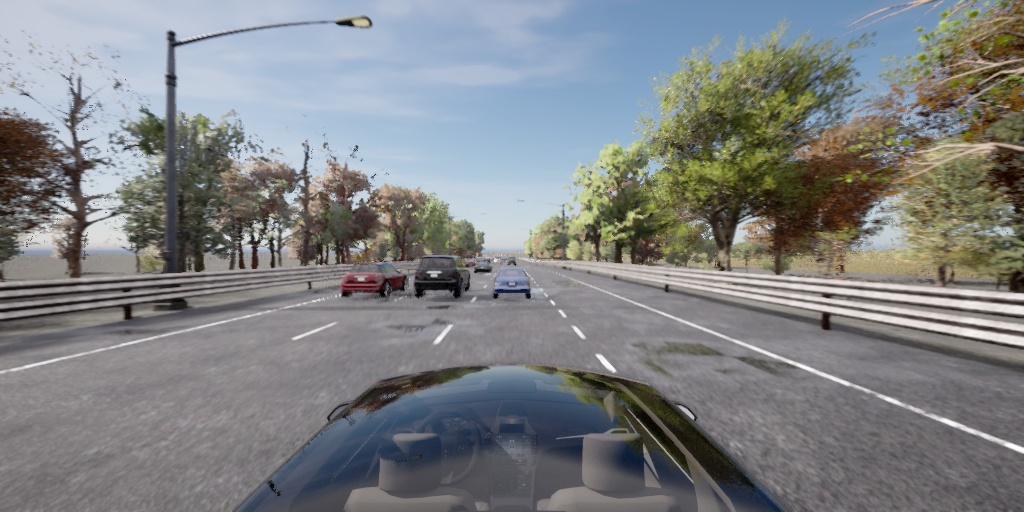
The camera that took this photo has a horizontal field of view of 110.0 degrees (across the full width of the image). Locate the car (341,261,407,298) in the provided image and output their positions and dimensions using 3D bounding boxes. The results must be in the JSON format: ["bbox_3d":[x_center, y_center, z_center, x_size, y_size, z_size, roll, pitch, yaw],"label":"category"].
[{"bbox_3d":[-7.006,1.107,18.807,2.097,1.767,4.553,0,0,0],"label":"car"}]

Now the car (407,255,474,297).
[{"bbox_3d":[-3.506,0.977,18.880,2.150,2.045,5.566,0,0,0],"label":"car"}]

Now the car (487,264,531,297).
[{"bbox_3d":[-0.004,1.303,18.736,2.033,1.411,5.357,0,0,0],"label":"car"}]

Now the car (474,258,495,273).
[{"bbox_3d":[-3.515,1.331,44.498,1.994,1.385,4.181,0,0,0],"label":"car"}]
